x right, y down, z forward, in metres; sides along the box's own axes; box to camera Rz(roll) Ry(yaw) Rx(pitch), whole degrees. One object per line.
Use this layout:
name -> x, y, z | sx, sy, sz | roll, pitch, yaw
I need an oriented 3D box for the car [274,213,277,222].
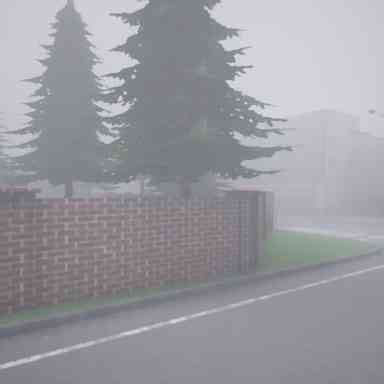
car -> 4.506, 1.731, 26.433 | 2.128, 1.511, 4.902 | 0, 0, -35
